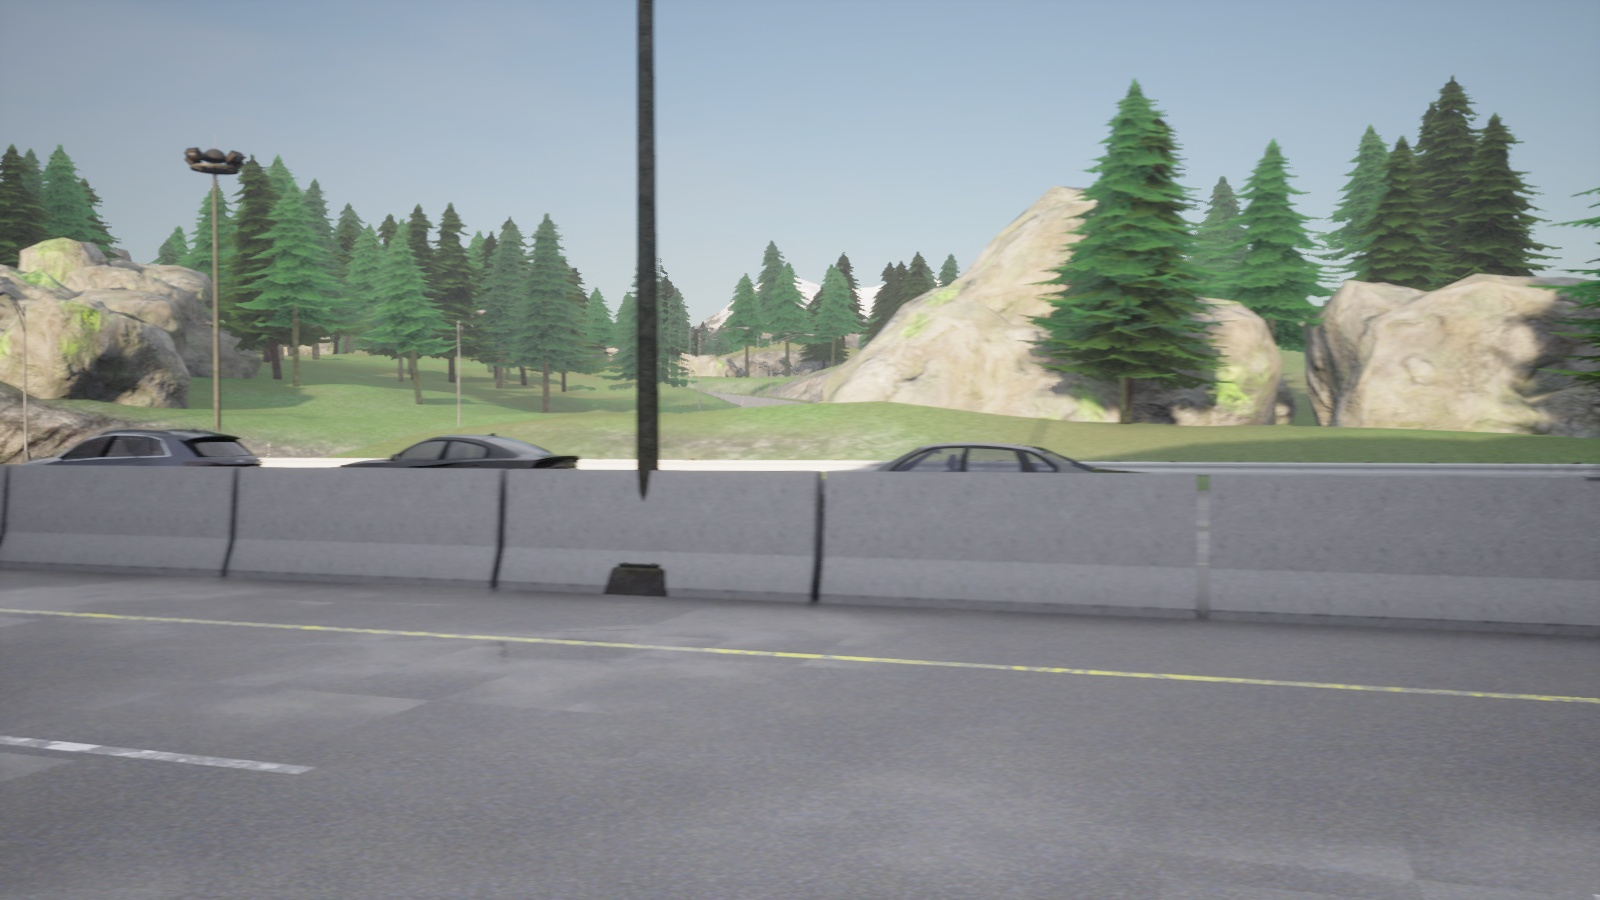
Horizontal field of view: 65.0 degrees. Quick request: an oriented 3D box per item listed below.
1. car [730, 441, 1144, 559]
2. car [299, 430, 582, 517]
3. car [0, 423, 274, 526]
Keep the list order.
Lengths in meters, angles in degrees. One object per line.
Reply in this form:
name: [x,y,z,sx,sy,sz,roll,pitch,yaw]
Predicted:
car: [1.907,0.603,17.322,5.357,1.411,2.033,0,1,19]
car: [-6.855,0.393,23.961,5.008,1.535,1.882,1,1,19]
car: [-11.914,0.358,21.970,4.856,1.649,2.033,1,1,19]
